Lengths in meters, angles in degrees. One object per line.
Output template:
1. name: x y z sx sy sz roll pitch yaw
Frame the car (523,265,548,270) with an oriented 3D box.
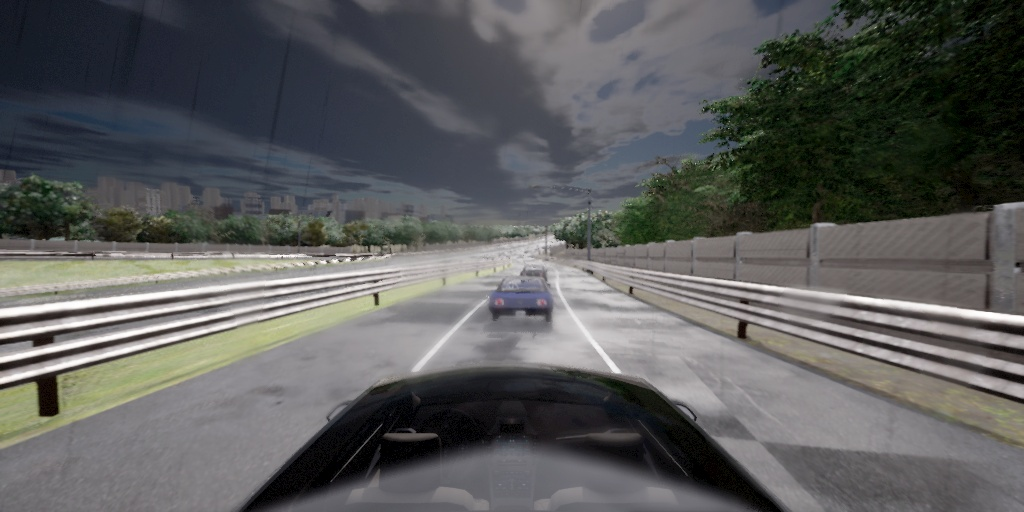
1. car: 1.747 1.336 27.193 1.895 1.301 4.718 1 0 8

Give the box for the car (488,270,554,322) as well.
1. car: 0.407 1.343 12.348 1.895 1.301 4.718 0 0 4
